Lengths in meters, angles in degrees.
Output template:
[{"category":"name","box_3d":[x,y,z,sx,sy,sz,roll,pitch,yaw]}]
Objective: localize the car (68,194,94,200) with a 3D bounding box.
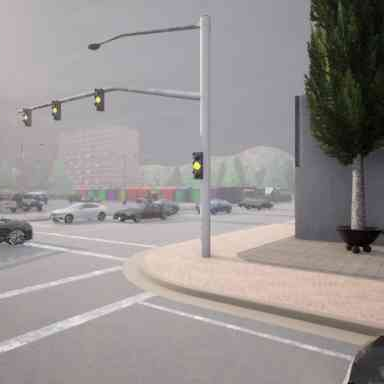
[{"category":"car","box_3d":[-21.211,1.148,62.604,4.605,1.855,1.932,0,0,35]}]

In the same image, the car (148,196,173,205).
[{"category":"car","box_3d":[-5.210,1.392,54.872,3.806,1.475,1.970,0,0,35]}]

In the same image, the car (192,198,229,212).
[{"category":"car","box_3d":[2.341,1.489,40.240,2.128,1.511,4.902,0,0,37]}]

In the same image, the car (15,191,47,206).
[{"category":"car","box_3d":[-18.180,1.153,36.463,3.866,1.878,1.905,0,0,35]}]

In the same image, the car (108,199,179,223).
[{"category":"car","box_3d":[-3.685,1.546,26.272,2.033,1.411,5.357,0,0,36]}]

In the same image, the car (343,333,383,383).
[{"category":"car","box_3d":[3.375,1.492,1.558,4.902,1.511,2.128,0,0,36]}]

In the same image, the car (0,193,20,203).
[{"category":"car","box_3d":[-36.716,1.146,66.760,4.605,1.855,1.932,0,0,35]}]

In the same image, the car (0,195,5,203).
[{"category":"car","box_3d":[-38.223,1.357,64.539,3.905,1.438,1.784,0,0,35]}]

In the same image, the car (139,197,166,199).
[{"category":"car","box_3d":[-3.136,1.524,32.879,1.812,1.442,4.674,0,0,37]}]

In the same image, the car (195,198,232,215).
[{"category":"car","box_3d":[2.460,1.524,34.535,1.812,1.442,4.674,0,0,37]}]

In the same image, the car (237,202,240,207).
[{"category":"car","box_3d":[8.680,1.545,48.682,2.033,1.411,5.357,0,0,37]}]

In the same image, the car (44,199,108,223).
[{"category":"car","box_3d":[-8.523,1.524,25.537,1.812,1.442,4.674,0,0,38]}]

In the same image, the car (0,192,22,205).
[{"category":"car","box_3d":[-19.895,1.150,34.131,4.605,1.855,1.932,0,0,35]}]

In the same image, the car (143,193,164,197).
[{"category":"car","box_3d":[-6.889,1.153,52.513,3.866,1.878,1.905,0,0,35]}]

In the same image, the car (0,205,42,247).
[{"category":"car","box_3d":[-8.720,1.490,12.894,2.128,1.511,4.902,0,0,35]}]

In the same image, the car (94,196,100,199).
[{"category":"car","box_3d":[-19.488,1.358,64.933,3.905,1.438,1.784,0,0,35]}]

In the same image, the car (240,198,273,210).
[{"category":"car","box_3d":[8.756,1.546,42.974,2.033,1.411,5.357,0,0,37]}]
